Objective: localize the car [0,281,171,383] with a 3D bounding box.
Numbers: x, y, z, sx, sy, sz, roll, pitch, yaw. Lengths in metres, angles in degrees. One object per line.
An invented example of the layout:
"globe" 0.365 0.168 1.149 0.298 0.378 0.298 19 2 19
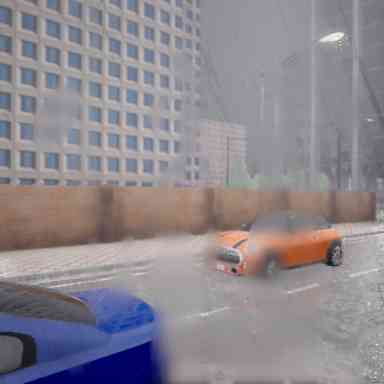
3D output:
"car" -2.515 1.472 2.174 5.008 1.535 1.882 1 0 -36

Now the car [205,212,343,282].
"car" 2.589 1.434 10.194 4.553 1.767 2.097 1 0 -36
